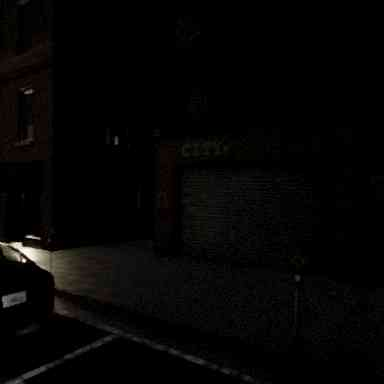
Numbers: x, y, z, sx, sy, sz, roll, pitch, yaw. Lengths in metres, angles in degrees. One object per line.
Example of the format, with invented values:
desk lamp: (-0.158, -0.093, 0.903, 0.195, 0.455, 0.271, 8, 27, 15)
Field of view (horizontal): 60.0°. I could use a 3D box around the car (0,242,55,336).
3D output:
car: (-4.210, 1.563, 5.955, 4.313, 1.339, 1.947, 0, 1, 36)
